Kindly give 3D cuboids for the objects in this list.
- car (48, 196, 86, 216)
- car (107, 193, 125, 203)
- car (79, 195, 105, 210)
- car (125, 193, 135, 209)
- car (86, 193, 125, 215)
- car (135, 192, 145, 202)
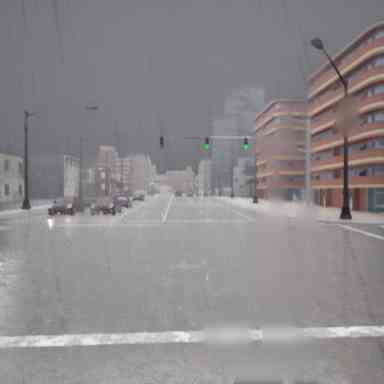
[{"bbox_3d":[-11.373,1.166,30.367,2.097,1.767,4.553,0,1,-3],"label":"car"},{"bbox_3d":[-12.524,0.907,55.207,2.033,1.411,5.357,0,1,-2],"label":"car"},{"bbox_3d":[-11.818,1.164,39.762,1.837,1.490,4.892,0,2,-3],"label":"car"},{"bbox_3d":[-8.308,1.195,39.657,1.812,1.442,4.674,0,1,-3],"label":"car"},{"bbox_3d":[-7.891,1.161,30.780,2.097,1.767,4.553,0,1,-3],"label":"car"},{"bbox_3d":[-9.067,0.849,56.311,1.837,1.490,4.892,0,1,-2],"label":"car"}]
